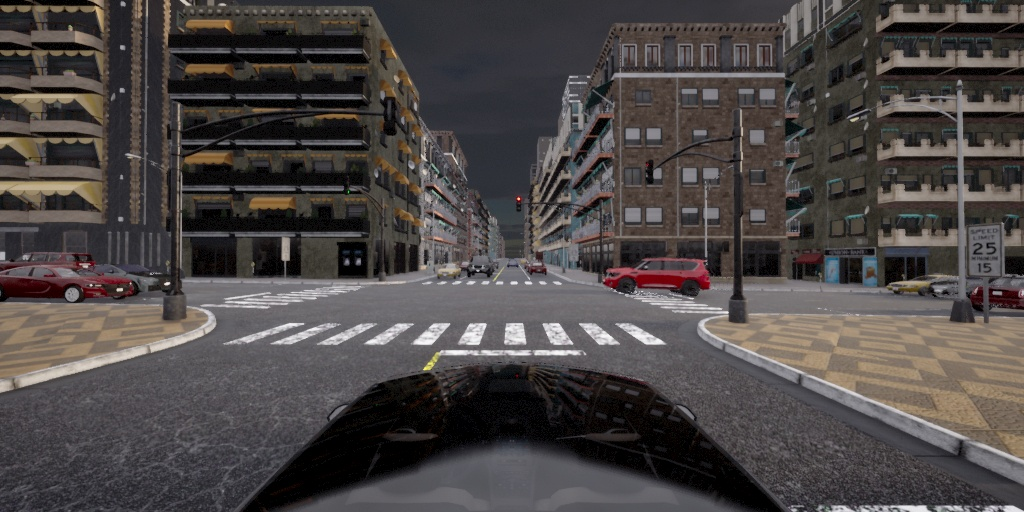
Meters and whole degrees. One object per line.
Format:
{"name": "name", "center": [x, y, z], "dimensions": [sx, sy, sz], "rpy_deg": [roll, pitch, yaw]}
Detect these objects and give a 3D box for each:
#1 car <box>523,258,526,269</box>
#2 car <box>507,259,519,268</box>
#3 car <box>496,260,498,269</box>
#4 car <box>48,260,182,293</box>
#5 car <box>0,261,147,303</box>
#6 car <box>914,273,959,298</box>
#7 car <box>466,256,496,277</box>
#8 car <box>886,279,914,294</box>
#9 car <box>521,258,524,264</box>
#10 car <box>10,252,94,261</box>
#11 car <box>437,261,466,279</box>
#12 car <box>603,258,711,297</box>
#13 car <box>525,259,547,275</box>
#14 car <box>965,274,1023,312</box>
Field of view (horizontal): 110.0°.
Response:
{"name": "car", "center": [2.733, 1.201, 43.840], "dimensions": [1.967, 1.591, 4.097], "rpy_deg": [0, 0, 0]}
{"name": "car", "center": [0.159, 1.333, 64.042], "dimensions": [1.994, 1.385, 4.181], "rpy_deg": [0, 0, 0]}
{"name": "car", "center": [-3.056, 1.266, 45.260], "dimensions": [1.837, 1.490, 4.892], "rpy_deg": [0, 0, 0]}
{"name": "car", "center": [-17.663, 1.049, 16.275], "dimensions": [4.181, 1.385, 1.994], "rpy_deg": [1, -1, -1]}
{"name": "car", "center": [-17.251, 1.012, 13.684], "dimensions": [4.507, 1.381, 1.888], "rpy_deg": [0, 0, 0]}
{"name": "car", "center": [25.951, 1.689, 19.765], "dimensions": [4.902, 1.511, 2.128], "rpy_deg": [1, -1, 0]}
{"name": "car", "center": [-3.067, 0.980, 35.221], "dimensions": [2.150, 2.045, 5.566], "rpy_deg": [0, 0, 0]}
{"name": "car", "center": [26.266, 1.755, 22.318], "dimensions": [4.829, 1.417, 1.751], "rpy_deg": [0, 0, 0]}
{"name": "car", "center": [2.743, 1.347, 54.886], "dimensions": [1.802, 1.307, 4.207], "rpy_deg": [0, 0, 0]}
{"name": "car", "center": [-28.626, 0.686, 21.989], "dimensions": [5.009, 1.841, 2.192], "rpy_deg": [0, 0, 0]}
{"name": "car", "center": [-5.659, 1.283, 32.645], "dimensions": [1.751, 1.417, 4.829], "rpy_deg": [0, 0, 0]}
{"name": "car", "center": [8.021, 1.118, 20.095], "dimensions": [5.566, 2.045, 2.150], "rpy_deg": [2, 0, 6]}
{"name": "car", "center": [2.727, 1.304, 38.316], "dimensions": [1.888, 1.381, 4.507], "rpy_deg": [0, 0, 0]}
{"name": "car", "center": [20.847, 1.501, 13.968], "dimensions": [4.097, 1.591, 1.967], "rpy_deg": [0, 0, 0]}
